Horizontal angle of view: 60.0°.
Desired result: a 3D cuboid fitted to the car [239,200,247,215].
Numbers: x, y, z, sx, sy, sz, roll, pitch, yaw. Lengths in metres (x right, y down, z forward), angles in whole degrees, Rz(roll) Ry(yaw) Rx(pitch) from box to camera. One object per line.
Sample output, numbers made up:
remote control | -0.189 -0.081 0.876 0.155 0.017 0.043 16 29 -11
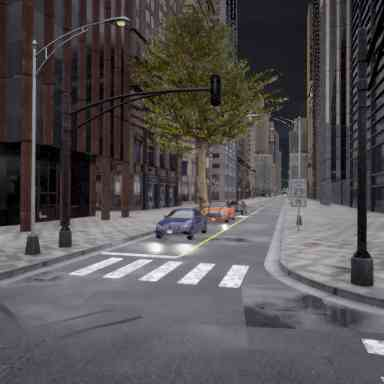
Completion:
car | 5.060 1.719 37.197 1.837 1.490 4.892 0 0 16

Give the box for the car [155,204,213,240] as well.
car | -0.415 1.619 17.922 1.812 1.442 4.674 0 0 16

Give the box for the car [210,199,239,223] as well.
car | 2.228 1.499 27.240 2.097 1.767 4.553 0 0 16
